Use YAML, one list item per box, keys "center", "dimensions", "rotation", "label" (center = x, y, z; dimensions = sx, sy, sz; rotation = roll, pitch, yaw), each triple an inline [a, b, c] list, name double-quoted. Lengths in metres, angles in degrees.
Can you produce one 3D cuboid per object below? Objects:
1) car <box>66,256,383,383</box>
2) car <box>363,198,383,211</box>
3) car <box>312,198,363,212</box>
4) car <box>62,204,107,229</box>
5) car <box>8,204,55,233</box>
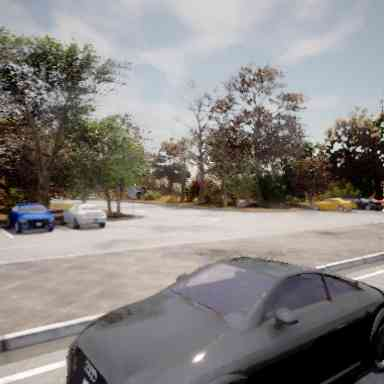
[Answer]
- center: [0.712, 1.563, 4.070]
  dimensions: [4.181, 1.385, 1.994]
  rotation: [0, 0, -36]
  label: "car"
- center: [20.728, 1.476, 41.297]
  dimensions: [2.097, 1.535, 5.008]
  rotation: [0, 0, -35]
  label: "car"
- center: [16.199, 1.456, 38.057]
  dimensions: [2.097, 1.535, 5.008]
  rotation: [0, 0, -35]
  label: "car"
- center: [-7.005, 1.492, 21.534]
  dimensions: [2.002, 1.452, 4.674]
  rotation: [0, 0, -35]
  label: "car"
- center: [-9.574, 1.452, 19.714]
  dimensions: [2.097, 1.535, 5.008]
  rotation: [0, 0, -35]
  label: "car"
